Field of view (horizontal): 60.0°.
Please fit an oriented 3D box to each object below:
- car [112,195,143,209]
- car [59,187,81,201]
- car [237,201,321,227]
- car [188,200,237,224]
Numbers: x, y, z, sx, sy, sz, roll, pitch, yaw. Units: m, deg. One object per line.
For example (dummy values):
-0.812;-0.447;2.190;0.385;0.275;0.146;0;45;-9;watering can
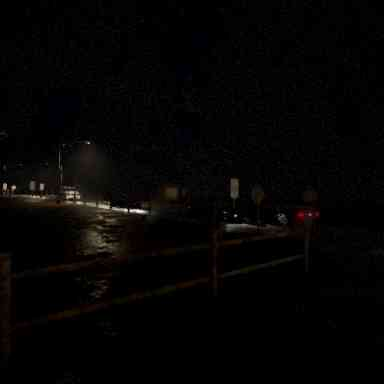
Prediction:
-6.541;0.946;32.978;1.994;1.385;4.181;1;1;-36;car
-18.530;0.264;49.932;2.150;2.045;5.566;1;0;-36;car
5.463;1.297;20.962;2.033;1.411;5.357;1;1;-29;car
1.519;1.218;21.711;1.994;1.385;4.181;1;1;-34;car
